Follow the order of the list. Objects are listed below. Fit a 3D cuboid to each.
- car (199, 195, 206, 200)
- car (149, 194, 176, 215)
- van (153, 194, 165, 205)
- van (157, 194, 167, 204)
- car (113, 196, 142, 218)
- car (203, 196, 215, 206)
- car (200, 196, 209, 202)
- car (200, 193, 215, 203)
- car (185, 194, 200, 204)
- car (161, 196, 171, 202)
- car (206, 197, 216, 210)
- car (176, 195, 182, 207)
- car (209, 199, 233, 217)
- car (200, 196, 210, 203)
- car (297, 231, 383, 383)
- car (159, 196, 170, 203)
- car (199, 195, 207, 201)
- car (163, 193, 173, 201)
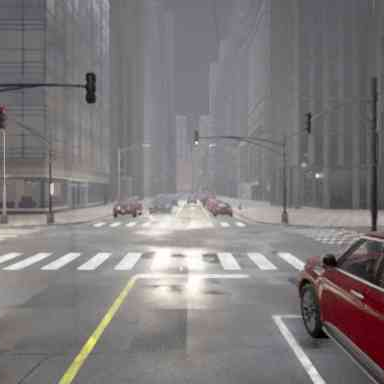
[{"bbox_3d":[2.769,1.565,92.227,1.802,1.307,4.206,0,0,0],"label":"car"},{"bbox_3d":[-3.090,1.335,33.728,2.097,1.767,4.553,0,0,0],"label":"car"},{"bbox_3d":[-5.758,1.321,58.499,1.690,1.788,3.998,0,0,0],"label":"van"},{"bbox_3d":[-5.758,1.321,64.118,1.690,1.788,3.998,0,0,0],"label":"van"},{"bbox_3d":[-5.760,1.299,30.406,2.192,1.841,5.009,0,0,0],"label":"car"},{"bbox_3d":[2.766,1.527,41.662,1.887,1.381,4.507,0,0,0],"label":"car"},{"bbox_3d":[2.768,1.525,75.372,1.887,1.381,4.507,0,0,0],"label":"car"},{"bbox_3d":[2.767,1.295,52.898,2.192,1.841,5.009,0,0,0],"label":"car"},{"bbox_3d":[0.004,1.527,60.659,2.033,1.411,5.357,0,0,0],"label":"car"},{"bbox_3d":[-5.757,1.546,75.356,1.947,1.339,4.313,0,0,0],"label":"car"},{"bbox_3d":[2.766,1.565,36.043,1.802,1.307,4.206,0,0,0],"label":"car"},{"bbox_3d":[-3.060,1.528,50.688,2.033,1.411,5.357,0,0,0],"label":"car"},{"bbox_3d":[2.765,1.566,30.425,1.802,1.307,4.206,0,0,0],"label":"car"},{"bbox_3d":[2.767,1.546,69.753,1.947,1.339,4.313,0,0,0],"label":"car"},{"bbox_3d":[2.764,1.312,3.571,2.192,1.841,5.009,0,0,0],"label":"car"},{"bbox_3d":[-5.758,1.531,69.737,2.008,1.369,4.403,0,0,0],"label":"car"},{"bbox_3d":[2.768,1.548,86.608,1.947,1.339,4.313,0,0,0],"label":"car"},{"bbox_3d":[-5.757,1.296,80.975,2.192,1.841,5.009,0,0,0],"label":"car"}]
